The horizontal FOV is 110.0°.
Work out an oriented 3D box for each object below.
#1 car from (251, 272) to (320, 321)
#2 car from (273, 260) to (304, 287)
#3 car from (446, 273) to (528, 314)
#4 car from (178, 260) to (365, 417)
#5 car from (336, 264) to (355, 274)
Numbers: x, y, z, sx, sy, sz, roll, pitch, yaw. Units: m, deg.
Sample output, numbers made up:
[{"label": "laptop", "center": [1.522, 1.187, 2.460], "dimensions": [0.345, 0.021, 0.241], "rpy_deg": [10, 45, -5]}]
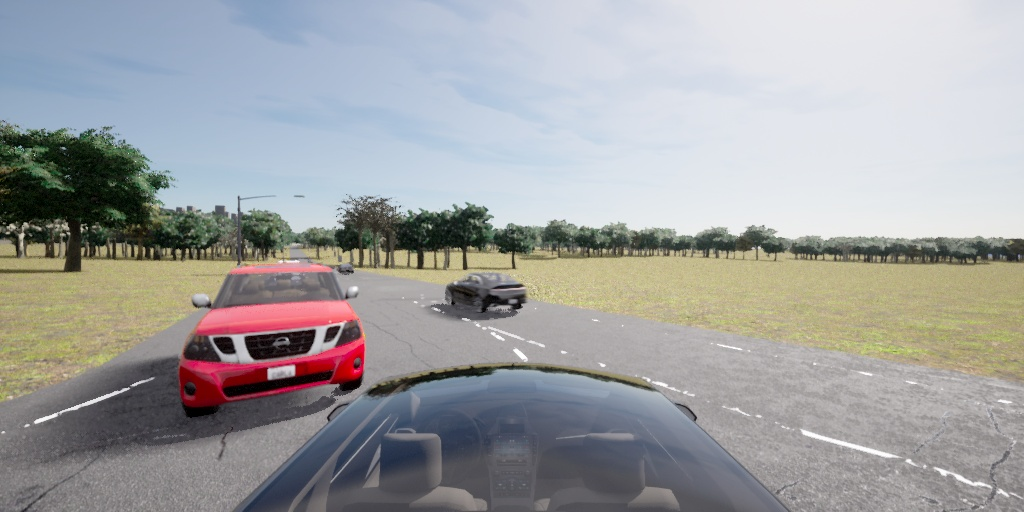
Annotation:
[{"label": "car", "center": [-9.503, 1.542, 15.184], "dimensions": [2.128, 1.511, 4.902], "rpy_deg": [-1, 0, -32]}, {"label": "car", "center": [-19.525, 1.418, 31.390], "dimensions": [2.150, 2.045, 5.566], "rpy_deg": [-1, 0, -32]}, {"label": "car", "center": [-1.240, 1.450, 15.126], "dimensions": [2.128, 1.511, 4.902], "rpy_deg": [-1, 0, -32]}, {"label": "car", "center": [-4.369, 1.163, 6.889], "dimensions": [2.150, 2.045, 5.566], "rpy_deg": [0, -1, -32]}, {"label": "car", "center": [-24.627, 1.857, 52.919], "dimensions": [2.033, 1.411, 5.357], "rpy_deg": [-1, 0, -32]}]
